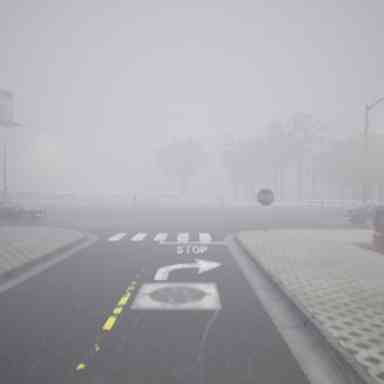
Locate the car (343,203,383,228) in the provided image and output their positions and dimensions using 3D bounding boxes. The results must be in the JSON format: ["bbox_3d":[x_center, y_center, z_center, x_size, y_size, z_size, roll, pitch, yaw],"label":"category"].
[{"bbox_3d":[12.551,1.534,21.933,4.892,1.490,1.837,1,1,-4],"label":"car"}]

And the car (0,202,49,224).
[{"bbox_3d":[-11.707,1.297,21.141,4.718,1.301,1.895,1,1,0],"label":"car"}]
